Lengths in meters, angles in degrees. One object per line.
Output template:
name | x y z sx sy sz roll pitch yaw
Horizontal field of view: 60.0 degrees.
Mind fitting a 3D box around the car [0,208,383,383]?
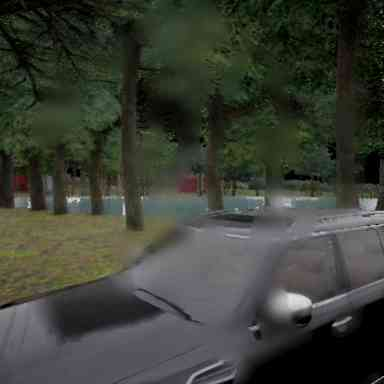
car | 0.678 1.241 3.556 5.566 2.045 2.150 0 0 -36
